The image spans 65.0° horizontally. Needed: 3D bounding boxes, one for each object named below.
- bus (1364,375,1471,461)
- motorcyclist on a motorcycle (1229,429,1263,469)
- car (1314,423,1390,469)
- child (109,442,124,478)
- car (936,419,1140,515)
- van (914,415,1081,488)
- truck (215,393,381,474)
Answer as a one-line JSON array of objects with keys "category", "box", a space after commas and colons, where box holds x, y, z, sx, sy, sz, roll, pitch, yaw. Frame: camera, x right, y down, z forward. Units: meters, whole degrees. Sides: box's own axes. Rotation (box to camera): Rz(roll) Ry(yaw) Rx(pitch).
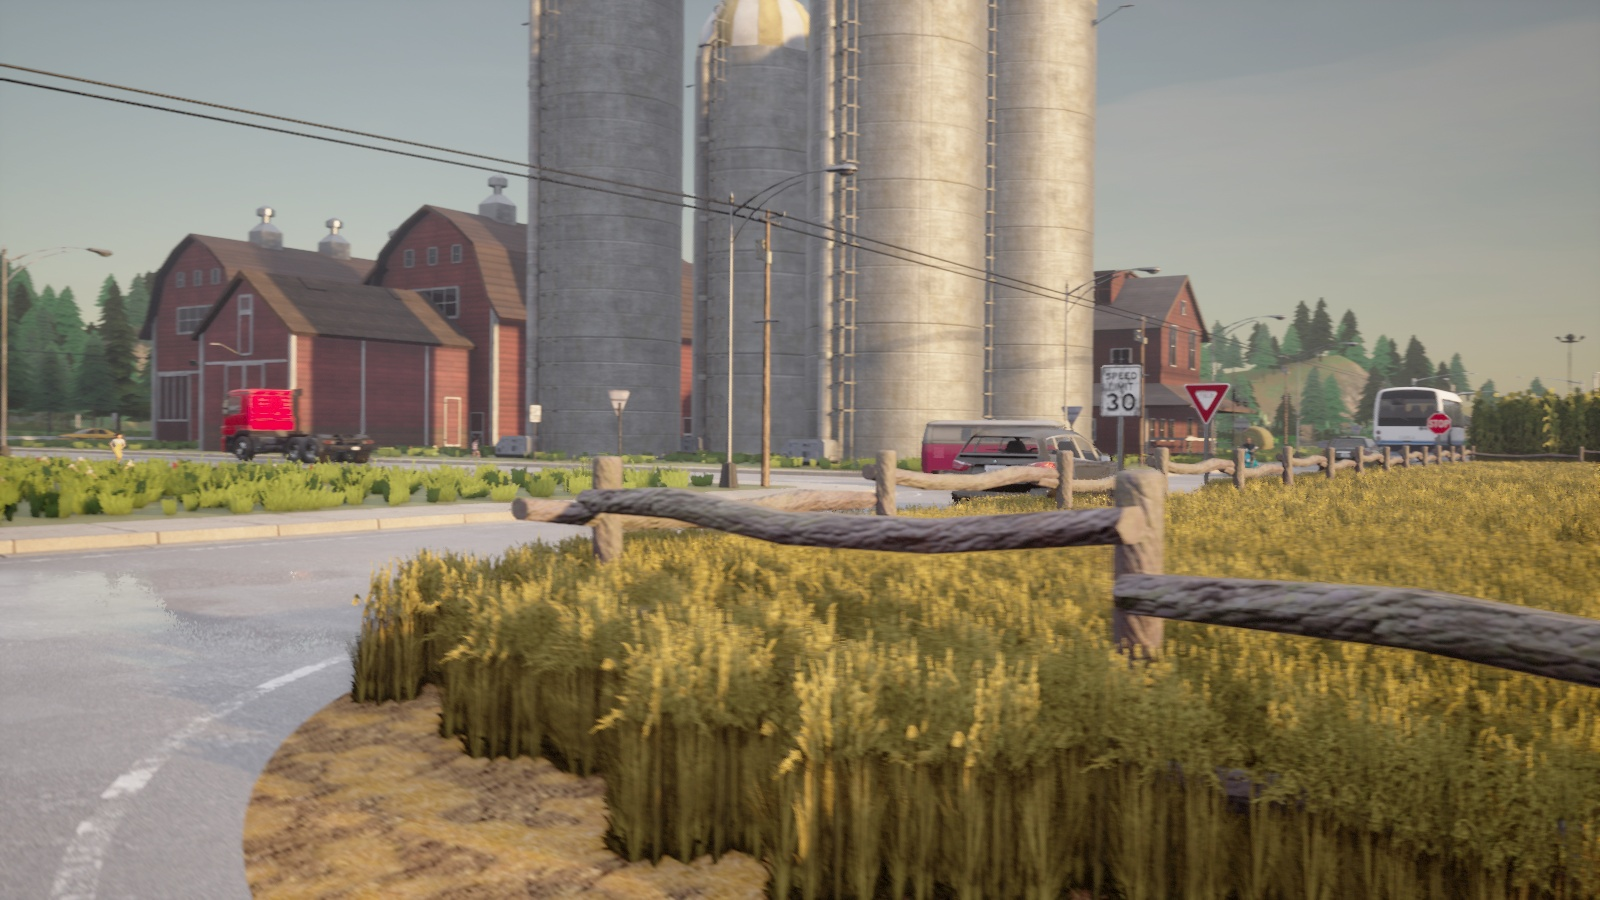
[{"category": "bus", "box": [33.473, -1.692, 67.793, 3.944, 4.253, 10.273, 0, 1, 33]}, {"category": "motorcyclist on a motorcycle", "box": [18.008, -0.043, 50.650, 0.866, 1.590, 1.817, 0, 1, 34]}, {"category": "car", "box": [22.628, -0.182, 51.362, 2.097, 1.767, 4.553, 0, 1, 33]}, {"category": "child", "box": [-23.833, 0.341, 43.776, 0.437, 1.263, 0.270, 0, 1, 32]}, {"category": "car", "box": [4.685, 0.259, 24.179, 2.242, 1.667, 4.611, 0, 1, 34]}, {"category": "van", "box": [5.641, 0.024, 35.816, 4.442, 1.987, 1.775, 0, 1, 18]}, {"category": "truck", "box": [-22.968, -0.740, 57.291, 7.936, 3.462, 2.891, 0, 1, 33]}]
